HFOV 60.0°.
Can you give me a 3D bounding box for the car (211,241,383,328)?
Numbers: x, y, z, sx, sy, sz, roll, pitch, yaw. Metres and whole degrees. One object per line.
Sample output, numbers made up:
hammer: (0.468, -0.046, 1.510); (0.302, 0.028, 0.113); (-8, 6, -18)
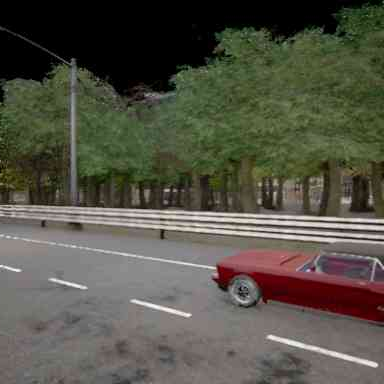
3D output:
car: (2.739, 1.603, 6.217); (4.718, 1.301, 1.895); (0, 0, 35)
